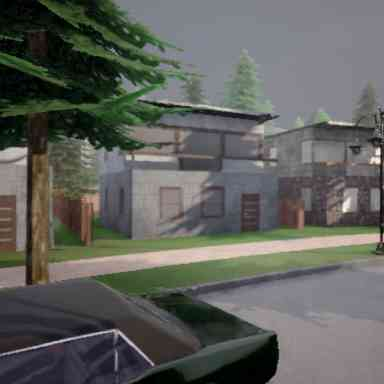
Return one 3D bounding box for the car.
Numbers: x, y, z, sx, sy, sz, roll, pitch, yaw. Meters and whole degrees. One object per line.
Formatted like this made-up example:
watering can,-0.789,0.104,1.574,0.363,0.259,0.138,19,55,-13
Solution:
car,-1.553,1.575,2.683,4.718,1.301,1.895,0,0,-34
